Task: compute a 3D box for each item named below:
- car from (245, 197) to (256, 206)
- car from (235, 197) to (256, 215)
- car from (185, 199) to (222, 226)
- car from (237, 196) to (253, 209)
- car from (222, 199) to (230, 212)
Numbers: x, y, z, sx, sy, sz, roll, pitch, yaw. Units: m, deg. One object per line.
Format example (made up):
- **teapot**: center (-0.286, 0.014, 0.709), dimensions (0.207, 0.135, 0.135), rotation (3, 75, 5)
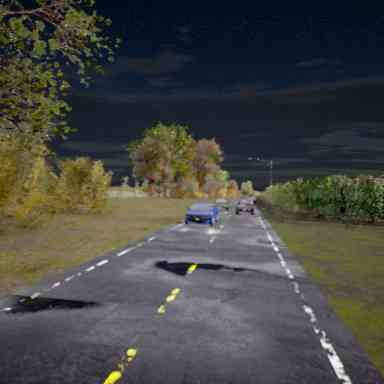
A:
- **car**: center (10.829, 1.675, 61.710), dimensions (1.882, 1.535, 5.008), rotation (2, 0, 9)
- **car**: center (5.702, 1.584, 35.803), dimensions (2.128, 1.511, 4.902), rotation (2, 0, 10)
- **car**: center (0.751, 1.452, 23.371), dimensions (1.882, 1.535, 5.008), rotation (2, 0, 9)
- **car**: center (7.763, 1.481, 48.572), dimensions (2.097, 1.767, 4.553), rotation (2, 0, 10)
- **car**: center (3.588, 1.555, 40.266), dimensions (1.812, 1.442, 4.674), rotation (2, 0, 9)
